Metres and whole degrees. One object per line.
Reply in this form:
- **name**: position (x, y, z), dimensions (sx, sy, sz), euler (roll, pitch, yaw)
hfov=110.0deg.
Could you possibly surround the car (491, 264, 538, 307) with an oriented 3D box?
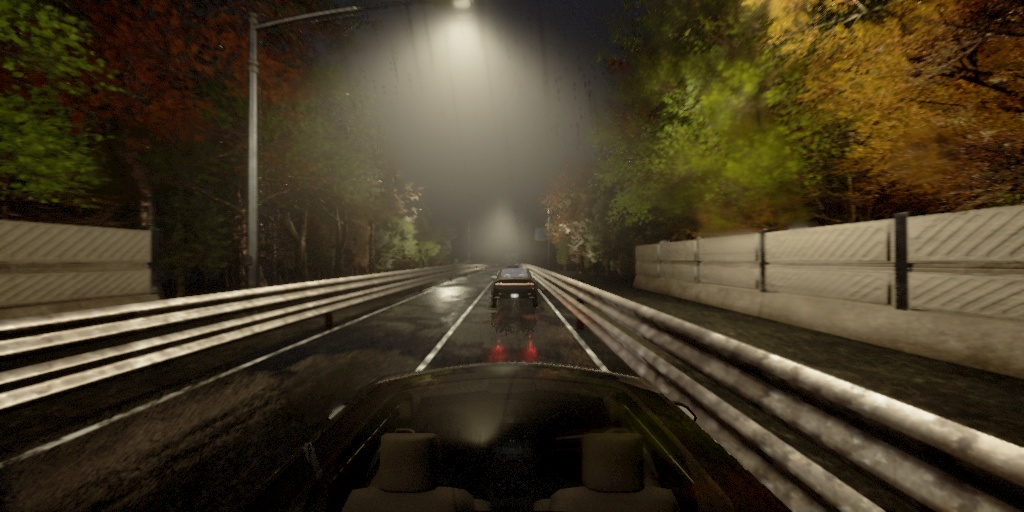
- **car**: position (0.098, 1.281, 15.766), dimensions (2.128, 1.511, 4.902), euler (0, 0, 0)

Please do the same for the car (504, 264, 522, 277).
- **car**: position (0.097, 1.635, 41.604), dimensions (1.994, 1.385, 4.181), euler (0, -1, 0)
